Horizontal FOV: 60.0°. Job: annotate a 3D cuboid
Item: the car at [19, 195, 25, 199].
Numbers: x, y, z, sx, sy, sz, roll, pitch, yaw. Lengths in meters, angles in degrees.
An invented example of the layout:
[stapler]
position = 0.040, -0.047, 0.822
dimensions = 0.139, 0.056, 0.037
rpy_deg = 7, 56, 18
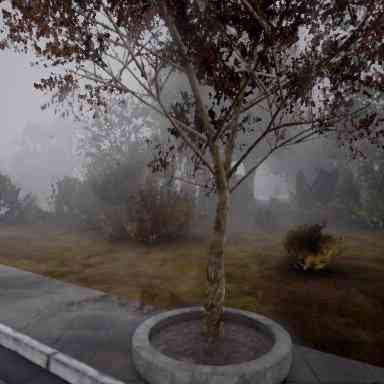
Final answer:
[car]
position = -22.628, 1.174, 43.321
dimensions = 1.837, 1.490, 4.892
rpy_deg = 1, 0, 32
